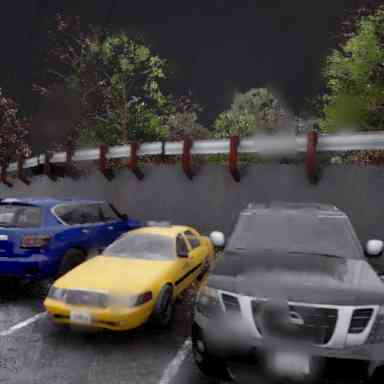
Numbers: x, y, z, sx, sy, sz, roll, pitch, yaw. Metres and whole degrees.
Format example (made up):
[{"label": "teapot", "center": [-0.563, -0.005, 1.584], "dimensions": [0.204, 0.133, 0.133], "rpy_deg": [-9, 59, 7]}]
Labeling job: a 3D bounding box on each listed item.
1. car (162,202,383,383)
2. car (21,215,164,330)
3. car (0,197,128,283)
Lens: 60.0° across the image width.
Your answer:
[{"label": "car", "center": [1.658, 1.220, 5.652], "dimensions": [2.435, 2.045, 5.566], "rpy_deg": [1, 0, 16]}, {"label": "car", "center": [-0.838, 1.444, 7.259], "dimensions": [1.946, 1.575, 5.366], "rpy_deg": [1, 0, 16]}, {"label": "car", "center": [-3.239, 1.174, 9.228], "dimensions": [2.435, 2.045, 5.566], "rpy_deg": [0, 0, 15]}]
